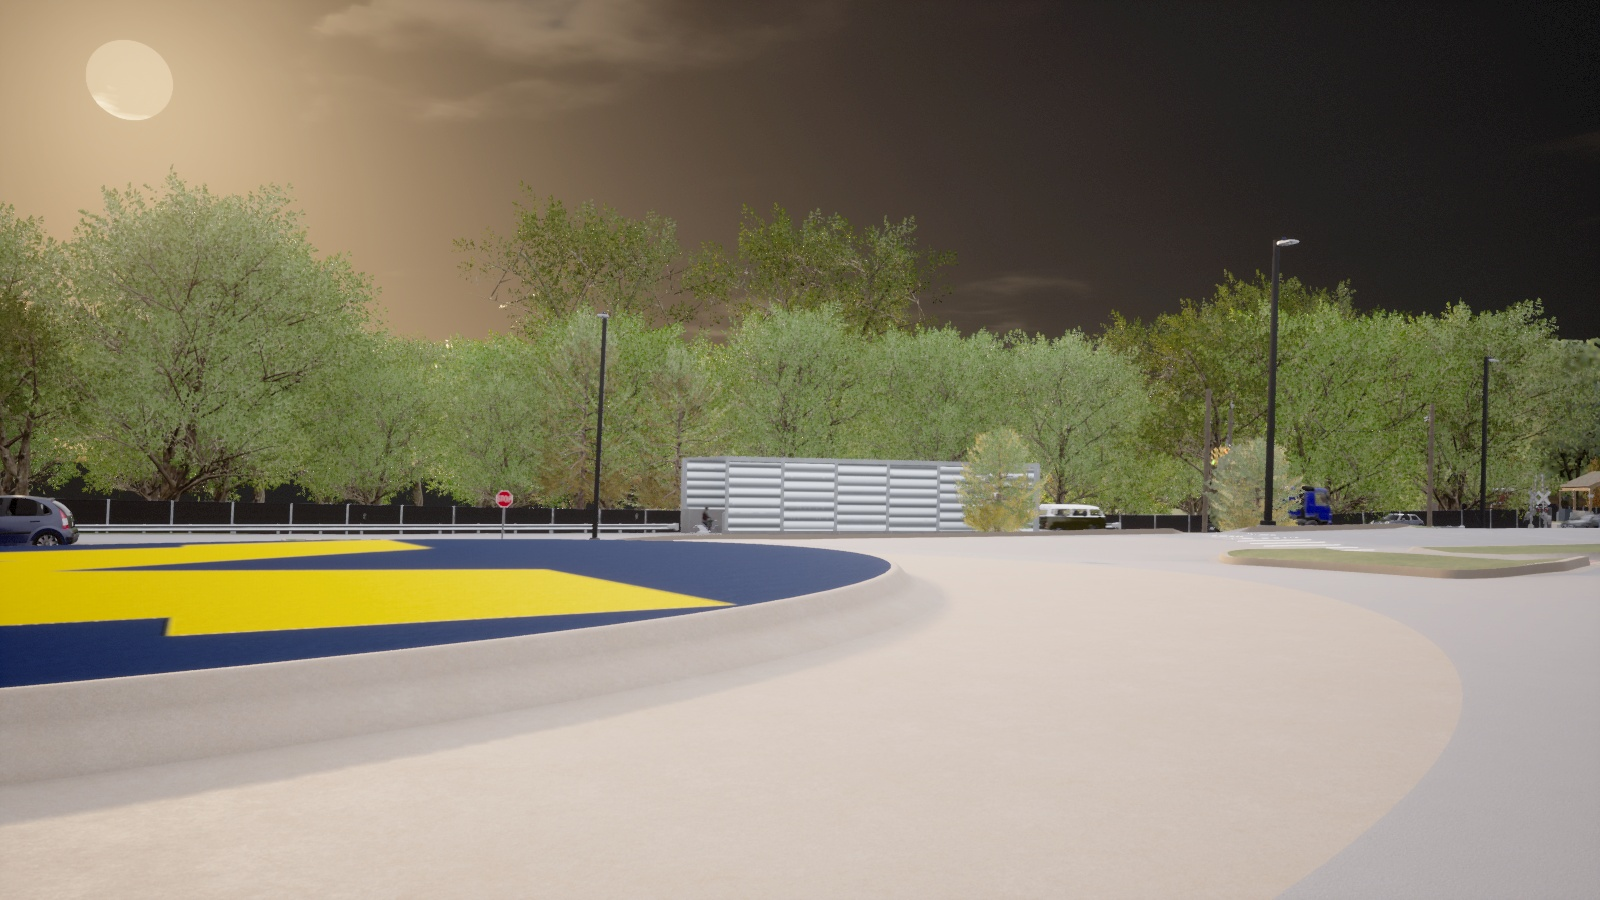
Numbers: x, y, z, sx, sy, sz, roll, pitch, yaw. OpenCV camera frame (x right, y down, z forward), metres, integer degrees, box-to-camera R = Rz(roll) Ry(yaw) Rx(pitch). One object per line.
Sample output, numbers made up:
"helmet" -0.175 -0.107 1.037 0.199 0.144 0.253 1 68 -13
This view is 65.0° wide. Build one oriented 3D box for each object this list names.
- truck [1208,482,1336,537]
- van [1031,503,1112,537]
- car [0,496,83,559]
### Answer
"truck" 31.268 3.911 83.256 7.936 3.462 2.891 1 -1 -20
"van" 16.798 4.317 77.692 4.480 2.038 2.069 1 -1 -22
"car" -21.732 2.070 33.839 3.988 1.617 1.851 2 -1 -24
